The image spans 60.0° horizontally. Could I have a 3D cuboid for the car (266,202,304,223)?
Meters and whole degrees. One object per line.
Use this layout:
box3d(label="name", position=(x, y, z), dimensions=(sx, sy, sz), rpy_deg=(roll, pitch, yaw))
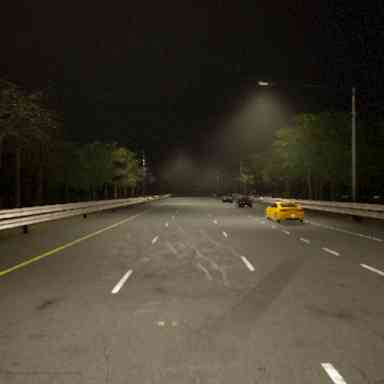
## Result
box3d(label="car", position=(7.023, 1.496, 25.545), dimensions=(1.882, 1.535, 5.008), rpy_deg=(0, 0, 0))

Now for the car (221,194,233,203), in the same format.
box3d(label="car", position=(7.093, 1.596, 67.895), dimensions=(1.895, 1.301, 4.718), rpy_deg=(0, 0, 0))

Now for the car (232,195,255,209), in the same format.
box3d(label="car", position=(7.056, 1.550, 45.508), dimensions=(1.837, 1.490, 4.892), rpy_deg=(0, 0, 0))
